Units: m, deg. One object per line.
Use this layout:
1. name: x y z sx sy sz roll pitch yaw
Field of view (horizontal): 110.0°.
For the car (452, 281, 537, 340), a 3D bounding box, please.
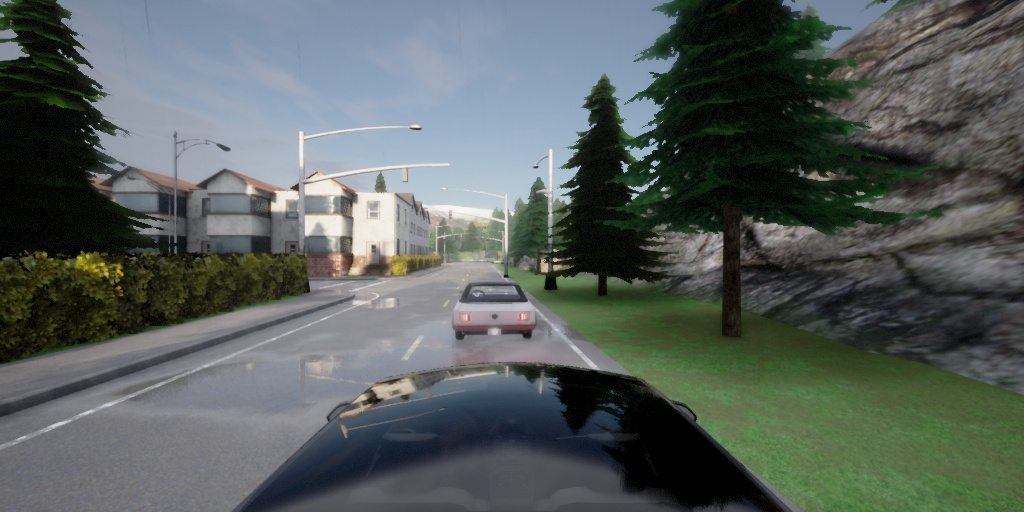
1. car: -0.533 1.351 9.979 1.895 1.301 4.718 0 0 -4
